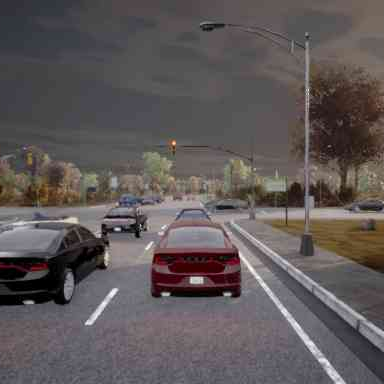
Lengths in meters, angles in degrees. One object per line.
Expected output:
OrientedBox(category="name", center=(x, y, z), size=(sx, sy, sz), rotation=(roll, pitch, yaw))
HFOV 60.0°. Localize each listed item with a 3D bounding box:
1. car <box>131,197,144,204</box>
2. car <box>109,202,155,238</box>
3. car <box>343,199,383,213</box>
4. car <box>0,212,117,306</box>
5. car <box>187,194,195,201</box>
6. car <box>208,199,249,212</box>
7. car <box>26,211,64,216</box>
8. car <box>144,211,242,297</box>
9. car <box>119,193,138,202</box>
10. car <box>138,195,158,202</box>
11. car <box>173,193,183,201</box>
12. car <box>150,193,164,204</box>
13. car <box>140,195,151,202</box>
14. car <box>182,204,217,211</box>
OrientedBox(category="car", center=(-10.686, 1.601, 65.623), size=(1.895, 1.301, 4.718), rotation=(0, 0, 0))
OrientedBox(category="car", center=(-3.434, 1.491, 17.628), size=(2.128, 1.511, 4.902), rotation=(0, 0, -1))
OrientedBox(category="car", center=(19.316, 1.500, 36.688), size=(4.892, 1.490, 1.837), rotation=(0, 0, 3))
OrientedBox(category="car", center=(-3.417, 1.478, 8.141), size=(1.882, 1.535, 5.008), rotation=(0, 0, 0))
OrientedBox(category="car", center=(-0.204, 1.348, 85.809), size=(2.097, 1.767, 4.553), rotation=(0, 0, 0))
OrientedBox(category="car", center=(3.903, 1.492, 37.507), size=(4.902, 1.511, 2.128), rotation=(0, 0, 3))
OrientedBox(category="car", center=(-7.186, 1.601, 16.090), size=(1.895, 1.301, 4.718), rotation=(0, 0, -1))
OrientedBox(category="car", center=(0.081, 1.478, 8.616), size=(1.882, 1.535, 5.008), rotation=(0, 0, 0))
OrientedBox(category="car", center=(-10.685, 1.221, 55.856), size=(2.150, 2.045, 5.566), rotation=(0, 0, 2))
OrientedBox(category="car", center=(-7.223, 1.564, 55.437), size=(1.994, 1.385, 4.181), rotation=(0, 0, -1))
OrientedBox(category="car", center=(-3.703, 1.217, 85.445), size=(2.150, 2.045, 5.566), rotation=(0, 0, 0))
OrientedBox(category="car", center=(-7.197, 1.221, 64.551), size=(2.150, 2.045, 5.566), rotation=(0, 0, 1))
OrientedBox(category="car", center=(-10.684, 1.500, 75.904), size=(1.837, 1.490, 4.892), rotation=(0, 0, 0))
OrientedBox(category="car", center=(0.061, 1.564, 17.605), size=(1.994, 1.385, 4.181), rotation=(0, 0, 0))
